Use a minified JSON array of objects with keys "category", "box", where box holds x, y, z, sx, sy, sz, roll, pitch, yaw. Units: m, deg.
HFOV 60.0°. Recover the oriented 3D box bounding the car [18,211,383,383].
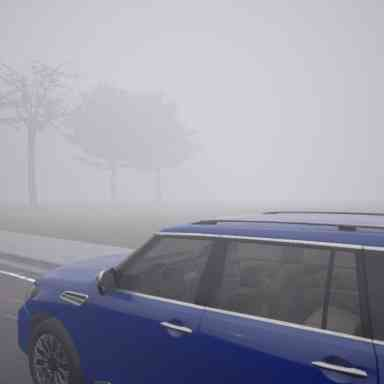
[{"category":"car","box":[0.568,1.221,3.286,5.566,2.045,2.150,0,0,35]}]
